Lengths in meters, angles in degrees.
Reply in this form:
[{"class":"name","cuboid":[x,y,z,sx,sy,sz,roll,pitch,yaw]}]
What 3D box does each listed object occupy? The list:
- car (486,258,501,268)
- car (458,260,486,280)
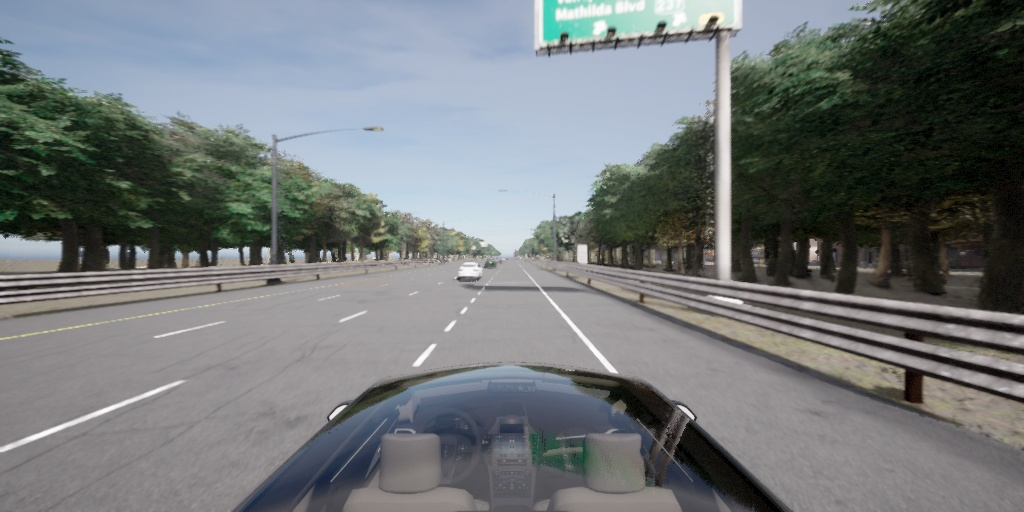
[{"class":"car","cuboid":[-3.512,1.129,60.995,2.097,1.767,4.553,0,0,0]},{"class":"car","cuboid":[-3.511,1.285,30.666,1.812,1.442,4.674,0,0,0]}]
